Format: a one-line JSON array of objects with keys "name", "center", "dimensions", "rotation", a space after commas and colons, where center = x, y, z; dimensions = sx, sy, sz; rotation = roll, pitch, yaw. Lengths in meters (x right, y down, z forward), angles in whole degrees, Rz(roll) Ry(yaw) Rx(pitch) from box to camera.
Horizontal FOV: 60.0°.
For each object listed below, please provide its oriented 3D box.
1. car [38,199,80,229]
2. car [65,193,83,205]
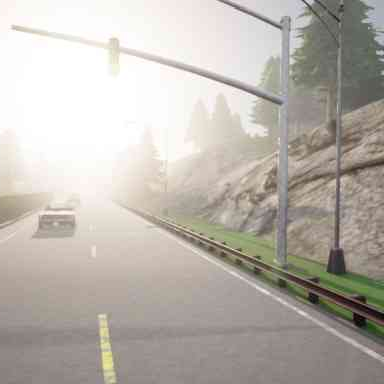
[{"name": "car", "center": [-7.722, 1.321, 19.355], "dimensions": [1.895, 1.301, 4.718], "rotation": [1, 0, -18]}, {"name": "car", "center": [-15.535, 0.883, 43.824], "dimensions": [1.837, 1.490, 4.892], "rotation": [1, 1, -18]}]
